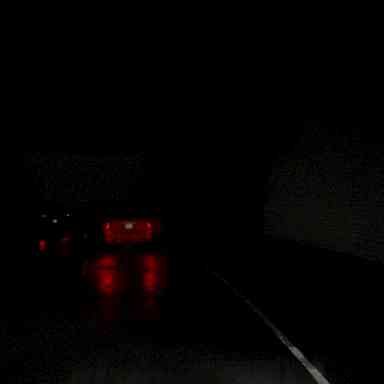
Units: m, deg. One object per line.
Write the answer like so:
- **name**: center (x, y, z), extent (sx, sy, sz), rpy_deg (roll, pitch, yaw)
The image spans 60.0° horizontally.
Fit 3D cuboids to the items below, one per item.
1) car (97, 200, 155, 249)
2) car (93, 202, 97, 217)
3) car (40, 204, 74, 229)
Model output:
- **car**: center (-3.027, 1.347, 14.934), extent (2.097, 1.767, 4.553), rpy_deg (0, 0, -16)
- **car**: center (-8.163, 1.473, 31.008), extent (1.882, 1.535, 5.008), rpy_deg (0, 0, -18)
- **car**: center (-8.855, 1.536, 21.941), extent (1.812, 1.442, 4.674), rpy_deg (0, 0, -18)
